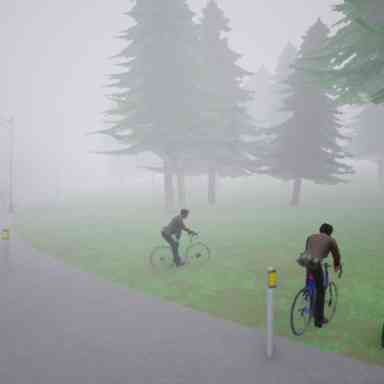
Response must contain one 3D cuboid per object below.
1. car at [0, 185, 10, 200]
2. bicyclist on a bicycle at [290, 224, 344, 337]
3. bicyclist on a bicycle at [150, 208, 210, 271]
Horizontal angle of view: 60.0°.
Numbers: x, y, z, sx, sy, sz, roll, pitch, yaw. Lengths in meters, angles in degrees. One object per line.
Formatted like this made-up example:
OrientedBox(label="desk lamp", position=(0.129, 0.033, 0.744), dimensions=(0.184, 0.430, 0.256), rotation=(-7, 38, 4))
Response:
OrientedBox(label="car", position=(-22.568, -0.025, 38.702), dimensions=(2.097, 1.767, 4.553), rotation=(1, 3, -13))
OrientedBox(label="bicyclist on a bicycle", position=(1.960, 1.319, 5.146), dimensions=(0.582, 1.620, 1.656), rotation=(3, -3, 44))
OrientedBox(label="bicyclist on a bicycle", position=(-0.323, 1.272, 8.820), dimensions=(1.656, 1.620, 0.582), rotation=(-3, 3, -15))
